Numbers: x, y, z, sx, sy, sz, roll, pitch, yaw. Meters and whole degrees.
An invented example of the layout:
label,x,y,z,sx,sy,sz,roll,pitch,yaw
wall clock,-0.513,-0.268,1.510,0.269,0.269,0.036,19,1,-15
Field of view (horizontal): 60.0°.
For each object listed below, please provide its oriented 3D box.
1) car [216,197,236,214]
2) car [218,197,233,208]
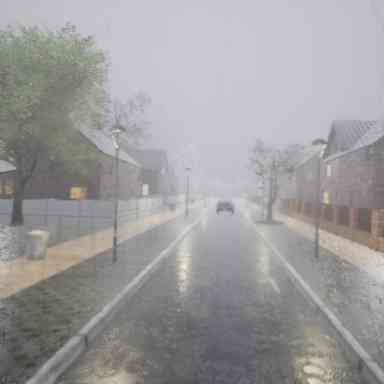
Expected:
label,x,y,z,sx,sy,sz,roll,pitch,yaw
car,3.603,1.522,35.885,1.837,1.490,4.892,1,0,6
car,4.972,1.516,49.398,2.128,1.511,4.902,1,0,6
